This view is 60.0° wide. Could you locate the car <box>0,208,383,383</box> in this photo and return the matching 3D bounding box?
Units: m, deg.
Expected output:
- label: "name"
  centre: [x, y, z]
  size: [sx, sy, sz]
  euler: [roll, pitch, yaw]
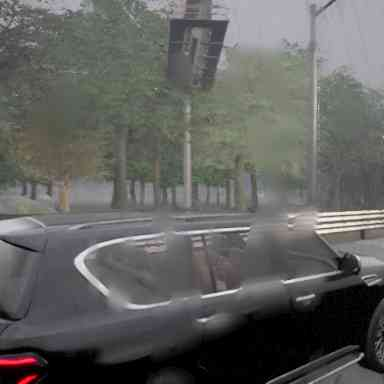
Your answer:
- label: "car"
  centre: [0.412, 1.227, 4.002]
  size: [5.566, 2.045, 2.150]
  euler: [0, 0, -35]
